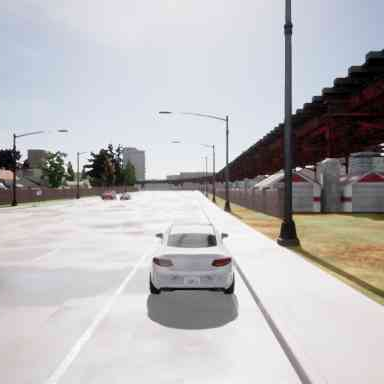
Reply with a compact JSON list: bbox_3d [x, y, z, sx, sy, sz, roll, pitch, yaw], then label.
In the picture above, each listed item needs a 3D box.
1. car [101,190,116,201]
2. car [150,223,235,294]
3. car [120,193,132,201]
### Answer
[{"bbox_3d":[-17.395,0.700,69.785,2.150,2.045,5.566,0,1,0],"label":"car"},{"bbox_3d":[0.003,1.525,8.650,1.812,1.442,4.674,0,0,0],"label":"car"},{"bbox_3d":[-13.895,0.999,69.822,2.128,1.511,4.902,0,1,0],"label":"car"}]
